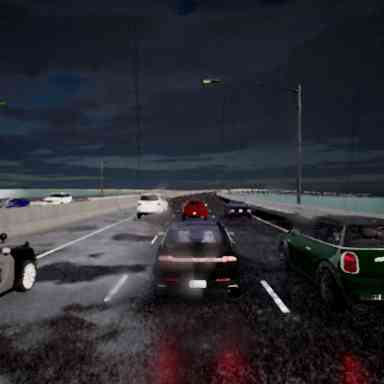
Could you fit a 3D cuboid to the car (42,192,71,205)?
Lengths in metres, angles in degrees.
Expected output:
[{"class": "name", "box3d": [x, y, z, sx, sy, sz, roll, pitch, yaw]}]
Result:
[{"class": "car", "box3d": [-17.291, 1.082, 43.030, 2.150, 2.045, 5.566, 0, 0, 1]}]

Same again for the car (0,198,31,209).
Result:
[{"class": "car", "box3d": [-20.842, 1.400, 39.394, 1.812, 1.442, 4.674, 0, 0, 1]}]

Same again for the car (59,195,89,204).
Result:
[{"class": "car", "box3d": [-13.831, 1.415, 40.648, 2.033, 1.411, 5.357, 0, 0, 1]}]

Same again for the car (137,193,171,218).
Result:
[{"class": "car", "box3d": [-3.341, 1.127, 28.727, 2.150, 2.045, 5.566, 0, 0, 1]}]

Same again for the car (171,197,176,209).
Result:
[{"class": "car", "box3d": [-3.190, 1.400, 43.675, 2.033, 1.411, 5.357, 0, 0, 2]}]

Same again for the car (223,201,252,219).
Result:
[{"class": "car", "box3d": [3.715, 1.455, 27.665, 2.033, 1.411, 5.357, 0, 0, 1]}]

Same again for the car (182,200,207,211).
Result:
[{"class": "car", "box3d": [0.209, 1.389, 26.811, 1.882, 1.535, 5.008, 0, 0, 0]}]

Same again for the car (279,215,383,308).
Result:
[{"class": "car", "box3d": [3.611, 1.325, 8.004, 2.097, 1.767, 4.553, 0, 0, 0]}]

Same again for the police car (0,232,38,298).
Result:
[{"class": "police car", "box3d": [-4.550, 1.407, 5.933, 1.930, 1.638, 5.238, 0, 0, 0]}]

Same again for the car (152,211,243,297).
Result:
[{"class": "car", "box3d": [0.110, 1.464, 8.506, 2.128, 1.511, 4.902, 0, 0, 0]}]
